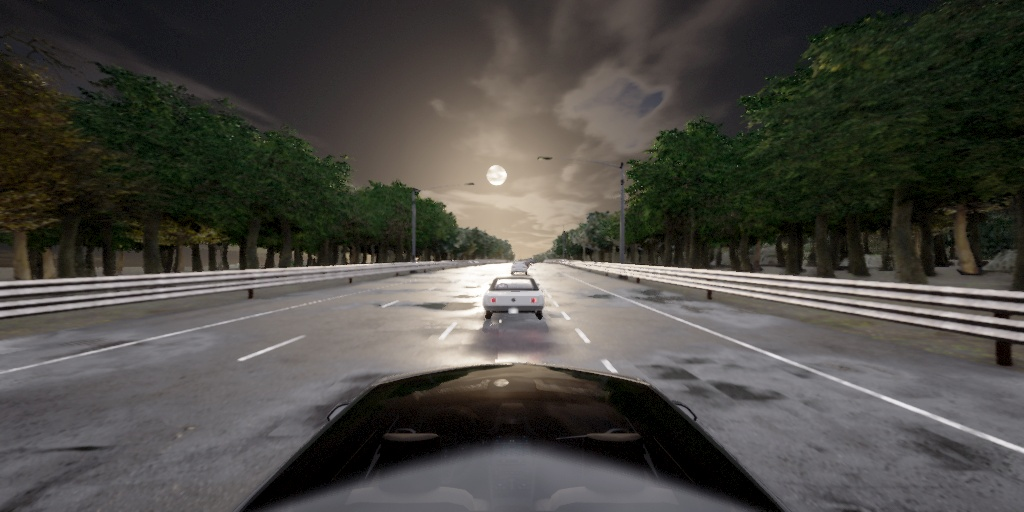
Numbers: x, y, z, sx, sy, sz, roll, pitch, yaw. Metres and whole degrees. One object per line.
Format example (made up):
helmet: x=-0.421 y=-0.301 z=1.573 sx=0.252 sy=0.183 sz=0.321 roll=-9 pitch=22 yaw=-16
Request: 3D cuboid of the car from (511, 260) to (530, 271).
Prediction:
car: x=0.873 y=1.405 z=42.261 sx=1.812 sy=1.442 sz=4.674 roll=0 pitch=0 yaw=2

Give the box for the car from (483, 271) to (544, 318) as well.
car: x=0.076 y=1.375 z=13.030 sx=1.895 sy=1.301 sz=4.718 roll=0 pitch=0 yaw=1
